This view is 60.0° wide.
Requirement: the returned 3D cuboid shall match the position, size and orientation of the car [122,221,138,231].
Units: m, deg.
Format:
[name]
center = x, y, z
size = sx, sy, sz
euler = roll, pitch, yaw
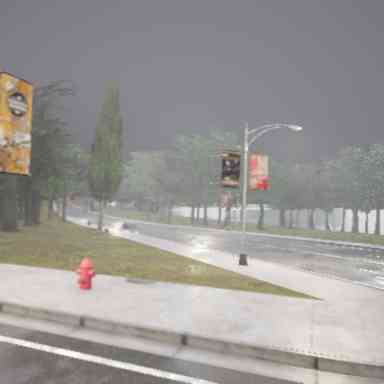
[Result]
[car]
center = -10.490, 5.641, 55.688
size = 1.812, 1.442, 4.674
euler = 3, -4, -25
